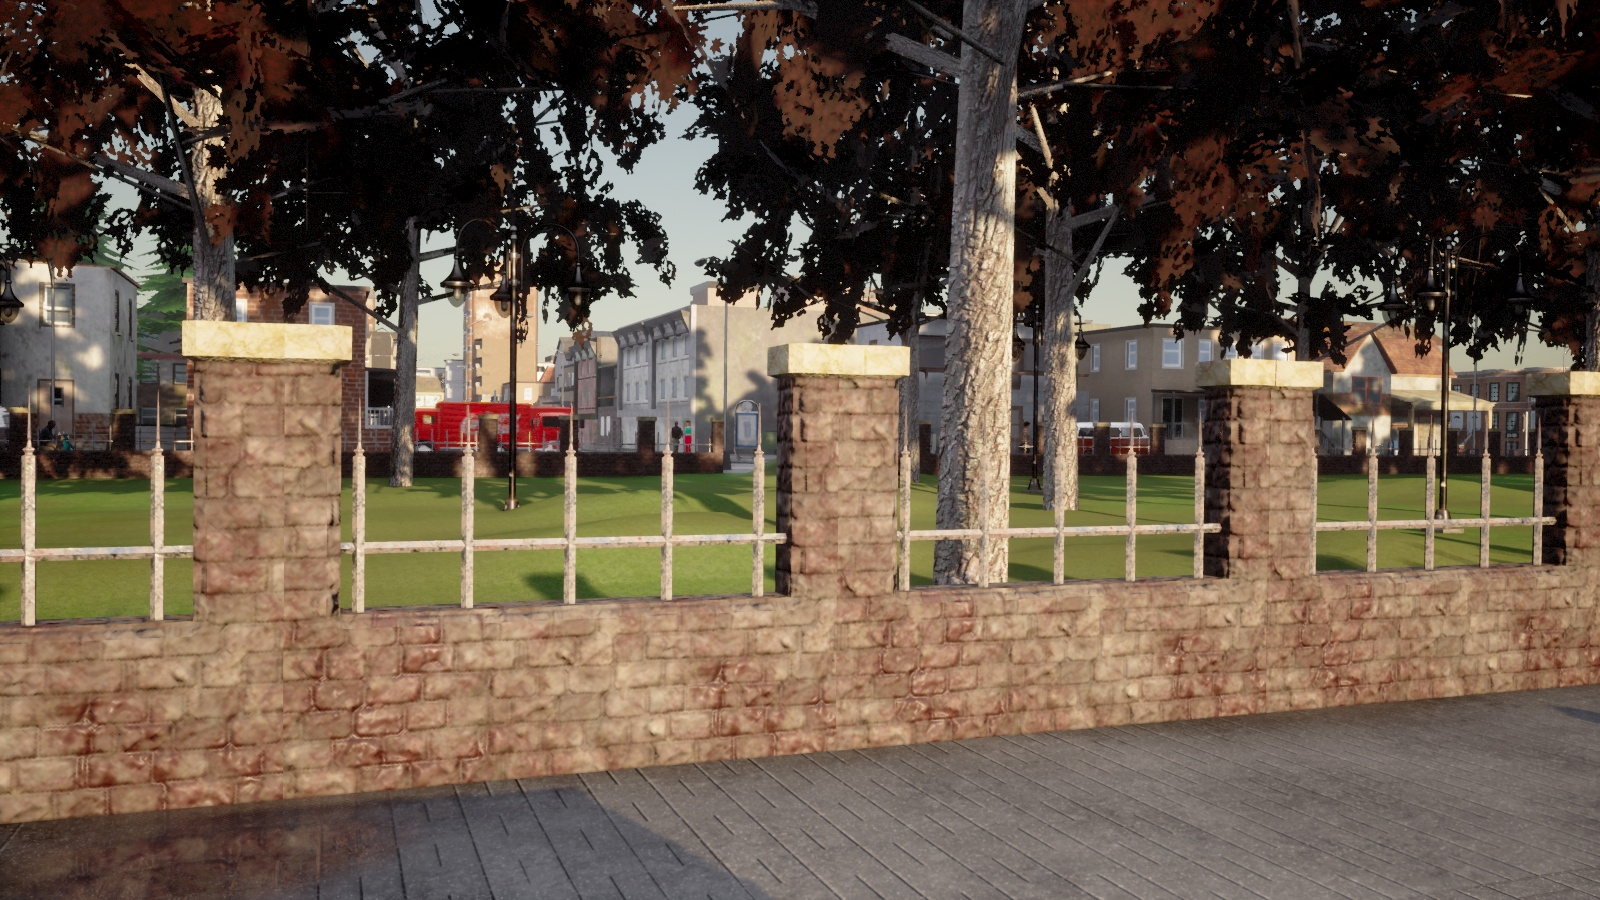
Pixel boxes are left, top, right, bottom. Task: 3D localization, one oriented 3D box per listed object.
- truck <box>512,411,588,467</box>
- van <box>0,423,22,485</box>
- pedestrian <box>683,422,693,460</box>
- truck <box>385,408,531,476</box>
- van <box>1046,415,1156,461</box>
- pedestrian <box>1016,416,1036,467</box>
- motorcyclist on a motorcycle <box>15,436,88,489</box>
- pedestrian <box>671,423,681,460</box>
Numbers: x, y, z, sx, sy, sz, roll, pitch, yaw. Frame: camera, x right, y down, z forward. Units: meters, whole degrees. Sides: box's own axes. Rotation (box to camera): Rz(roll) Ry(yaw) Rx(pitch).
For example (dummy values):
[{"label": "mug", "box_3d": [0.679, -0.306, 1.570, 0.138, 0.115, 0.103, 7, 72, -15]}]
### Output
[{"label": "truck", "box_3d": [-11.724, -0.503, 58.701, 2.627, 2.467, 5.204, -1, 0, -21]}, {"label": "van", "box_3d": [-28.487, 0.156, 41.406, 4.480, 2.038, 2.069, -1, 1, -21]}, {"label": "pedestrian", "box_3d": [-5.517, -0.440, 61.904, 0.345, 1.836, 0.594, 0, 1, 11]}, {"label": "truck", "box_3d": [-13.225, -0.333, 48.507, 5.204, 2.467, 2.627, -1, 1, -20]}, {"label": "van", "box_3d": [13.751, -0.562, 57.438, 4.480, 2.038, 2.069, -1, 1, -21]}, {"label": "pedestrian", "box_3d": [8.154, -0.318, 45.322, 0.594, 1.836, 0.345, -1, 1, -21]}, {"label": "motorcyclist on a motorcycle", "box_3d": [-23.256, 0.367, 39.053, 1.817, 1.590, 0.866, -1, 1, -22]}, {"label": "pedestrian", "box_3d": [-6.249, -0.452, 63.125, 0.431, 1.840, 0.703, -1, 1, -2]}]
